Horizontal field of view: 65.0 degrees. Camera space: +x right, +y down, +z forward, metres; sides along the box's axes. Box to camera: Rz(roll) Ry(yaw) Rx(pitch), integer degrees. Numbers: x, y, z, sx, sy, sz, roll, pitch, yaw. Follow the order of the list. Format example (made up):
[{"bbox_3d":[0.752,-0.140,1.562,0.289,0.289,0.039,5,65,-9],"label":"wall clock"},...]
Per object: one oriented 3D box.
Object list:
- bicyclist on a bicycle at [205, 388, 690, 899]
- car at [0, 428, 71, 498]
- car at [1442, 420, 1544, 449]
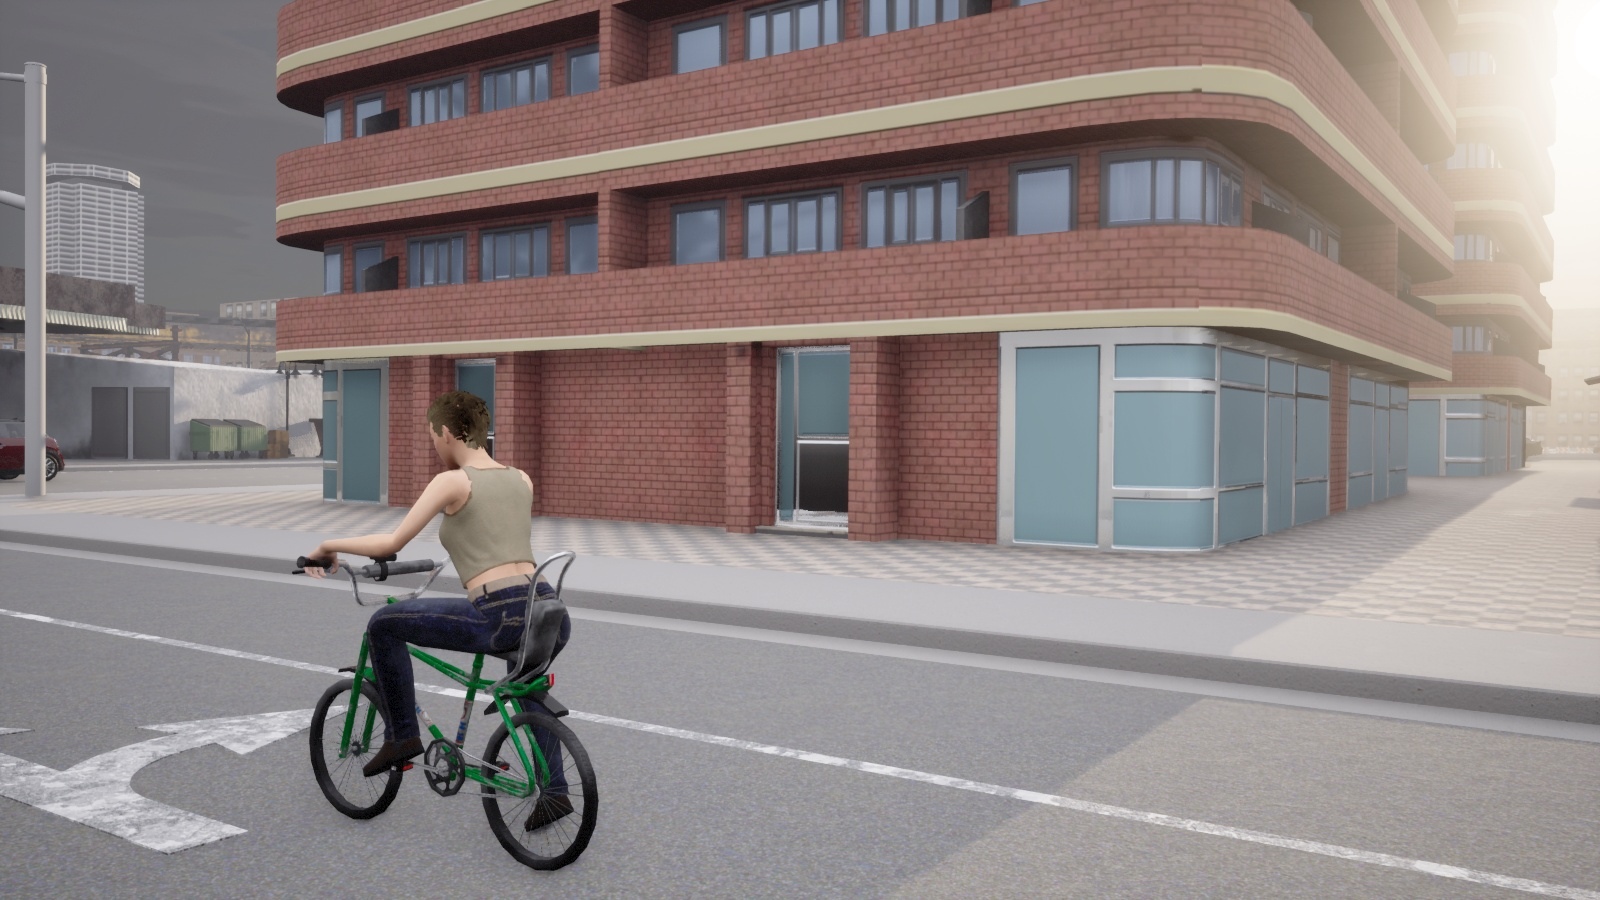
[{"bbox_3d":[-1.262,0.618,4.465,1.509,1.612,0.866,0,1,33],"label":"bicyclist on a bicycle"},{"bbox_3d":[-21.615,0.346,32.207,2.097,1.767,4.553,0,1,32],"label":"car"},{"bbox_3d":[39.457,-0.862,71.520,4.892,1.490,1.837,-1,0,34],"label":"car"}]
